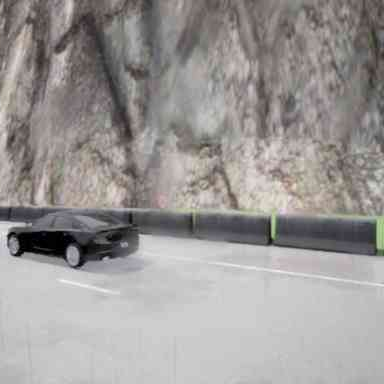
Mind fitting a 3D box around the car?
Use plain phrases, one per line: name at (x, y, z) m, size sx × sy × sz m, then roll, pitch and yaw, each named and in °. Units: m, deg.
car at (-3.951, 1.324, 10.705) m, size 5.008 × 1.535 × 1.882 m, roll 0°, pitch 1°, yaw 34°
